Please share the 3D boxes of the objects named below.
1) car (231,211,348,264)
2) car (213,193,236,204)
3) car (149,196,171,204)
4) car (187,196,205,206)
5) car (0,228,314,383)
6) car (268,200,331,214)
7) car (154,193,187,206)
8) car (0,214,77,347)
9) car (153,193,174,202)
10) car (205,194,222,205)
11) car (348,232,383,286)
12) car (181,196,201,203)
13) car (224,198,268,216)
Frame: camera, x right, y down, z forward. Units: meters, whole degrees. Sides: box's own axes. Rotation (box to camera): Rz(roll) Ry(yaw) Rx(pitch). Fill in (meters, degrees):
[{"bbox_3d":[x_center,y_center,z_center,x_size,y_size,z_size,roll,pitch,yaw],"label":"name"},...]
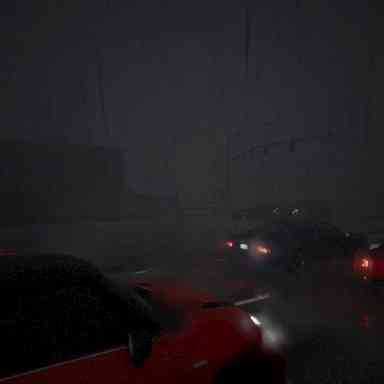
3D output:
[{"bbox_3d":[3.481,1.547,10.569,5.357,1.411,2.033,0,0,-35],"label":"car"},{"bbox_3d":[5.658,1.218,59.262,2.150,2.045,5.566,0,0,-36],"label":"car"},{"bbox_3d":[-6.182,1.502,63.688,1.837,1.490,4.892,0,0,-36],"label":"car"},{"bbox_3d":[-0.599,1.544,55.947,2.033,1.411,5.357,0,0,-36],"label":"car"},{"bbox_3d":[-1.281,1.352,2.833,4.553,1.767,2.097,0,0,-35],"label":"car"},{"bbox_3d":[7.935,1.350,23.759,4.553,1.767,2.097,0,0,-35],"label":"car"},{"bbox_3d":[-3.632,1.219,54.163,2.150,2.045,5.566,0,0,-35],"label":"car"},{"bbox_3d":[-4.339,1.352,4.953,4.553,1.767,2.097,0,0,-35],"label":"car"},{"bbox_3d":[-6.493,1.221,76.104,2.150,2.045,5.566,0,0,-36],"label":"car"},{"bbox_3d":[2.402,1.544,57.774,2.033,1.411,5.357,0,0,-36],"label":"car"},{"bbox_3d":[6.052,1.600,8.097,4.718,1.301,1.895,0,0,-35],"label":"car"},{"bbox_3d":[-0.218,1.560,67.418,1.994,1.385,4.181,0,0,-37],"label":"car"},{"bbox_3d":[5.237,1.475,26.134,5.008,1.535,1.882,0,0,-35],"label":"car"}]
